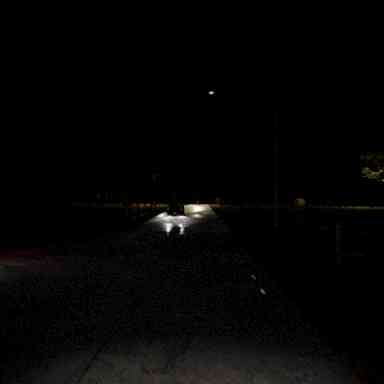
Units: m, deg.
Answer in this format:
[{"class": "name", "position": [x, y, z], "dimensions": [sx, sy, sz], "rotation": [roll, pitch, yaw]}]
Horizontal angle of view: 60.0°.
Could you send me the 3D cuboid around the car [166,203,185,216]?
[{"class": "car", "position": [-1.798, 1.944, 37.730], "dimensions": [1.895, 1.301, 4.718], "rotation": [0, -1, 1]}]
